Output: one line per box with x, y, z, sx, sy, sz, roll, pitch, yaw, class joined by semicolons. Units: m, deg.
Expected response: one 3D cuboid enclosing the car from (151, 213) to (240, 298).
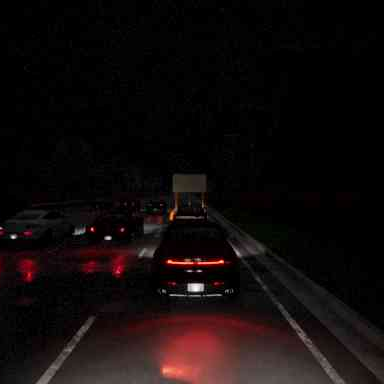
0.052;1.505;8.525;1.837;1.490;4.892;0;0;0;car

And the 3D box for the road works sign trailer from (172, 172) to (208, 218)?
-0.174;0.464;22.782;2.380;3.560;2.880;0;0;-3;road works sign trailer

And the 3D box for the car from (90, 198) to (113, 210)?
-10.701;1.477;39.967;1.882;1.535;5.008;0;0;-1;car

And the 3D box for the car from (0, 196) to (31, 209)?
-10.525;1.223;18.395;2.150;2.045;5.566;0;0;0;car

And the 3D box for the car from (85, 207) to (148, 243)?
-3.501;1.600;15.978;1.895;1.301;4.718;0;0;0;car

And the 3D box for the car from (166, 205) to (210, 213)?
-0.051;1.488;18.912;2.128;1.511;4.902;0;0;1;car

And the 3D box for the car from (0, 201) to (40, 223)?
-14.091;1.525;26.517;1.812;1.442;4.674;0;0;-1;car

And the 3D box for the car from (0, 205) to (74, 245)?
-6.999;1.525;15.367;1.812;1.442;4.674;0;0;0;car

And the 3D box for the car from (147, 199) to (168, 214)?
-3.661;1.493;35.362;2.128;1.511;4.902;0;0;0;car

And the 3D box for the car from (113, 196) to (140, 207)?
-7.184;1.352;37.847;2.097;1.767;4.553;0;0;0;car
